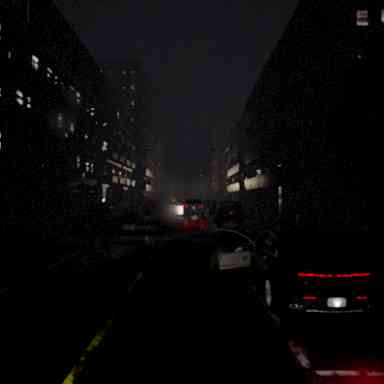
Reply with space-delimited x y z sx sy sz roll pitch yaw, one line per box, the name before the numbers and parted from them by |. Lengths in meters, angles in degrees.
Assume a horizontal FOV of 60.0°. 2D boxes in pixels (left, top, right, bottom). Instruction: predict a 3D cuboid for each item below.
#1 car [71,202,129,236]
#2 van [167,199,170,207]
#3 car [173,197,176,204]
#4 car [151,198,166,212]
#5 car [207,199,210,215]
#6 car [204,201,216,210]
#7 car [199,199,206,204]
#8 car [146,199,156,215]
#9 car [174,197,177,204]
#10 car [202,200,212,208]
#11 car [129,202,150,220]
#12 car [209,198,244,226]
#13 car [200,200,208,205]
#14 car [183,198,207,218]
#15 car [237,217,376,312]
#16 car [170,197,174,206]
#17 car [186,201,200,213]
car | -5.611 1.536 20.262 2.192 1.841 5.009 0 -1 0
van | -5.470 2.034 60.088 1.690 1.788 3.998 0 -1 0
car | -5.411 2.499 77.156 1.802 1.307 4.206 0 -1 0
car | -5.510 1.867 48.711 2.192 1.841 5.009 0 -1 0
car | 2.829 1.853 37.298 1.967 1.590 4.097 0 -1 0
car | 2.888 2.199 54.366 1.802 1.307 4.206 0 -1 0
car | 3.030 2.727 94.192 1.802 1.307 4.206 0 -1 0
car | -5.551 1.857 37.331 1.967 1.590 4.097 0 -1 0
car | -5.350 2.464 94.227 2.192 1.841 5.009 0 -1 0
car | 2.929 2.306 65.744 1.887 1.381 4.507 0 -1 0
car | -5.572 1.902 31.639 2.008 1.369 4.403 0 -1 0
car | 2.789 1.596 25.920 2.192 1.841 5.009 0 -1 0
car | 2.989 2.572 82.813 1.802 1.307 4.206 0 -1 0
car | 0.194 1.607 34.863 2.150 2.045 5.566 0 -1 1
car | 2.383 1.587 7.871 1.837 1.490 4.892 0 -1 0
car | -5.432 2.364 71.296 1.752 1.417 4.829 0 -1 0
car | 0.198 2.011 45.123 1.837 1.490 4.892 0 -1 1
